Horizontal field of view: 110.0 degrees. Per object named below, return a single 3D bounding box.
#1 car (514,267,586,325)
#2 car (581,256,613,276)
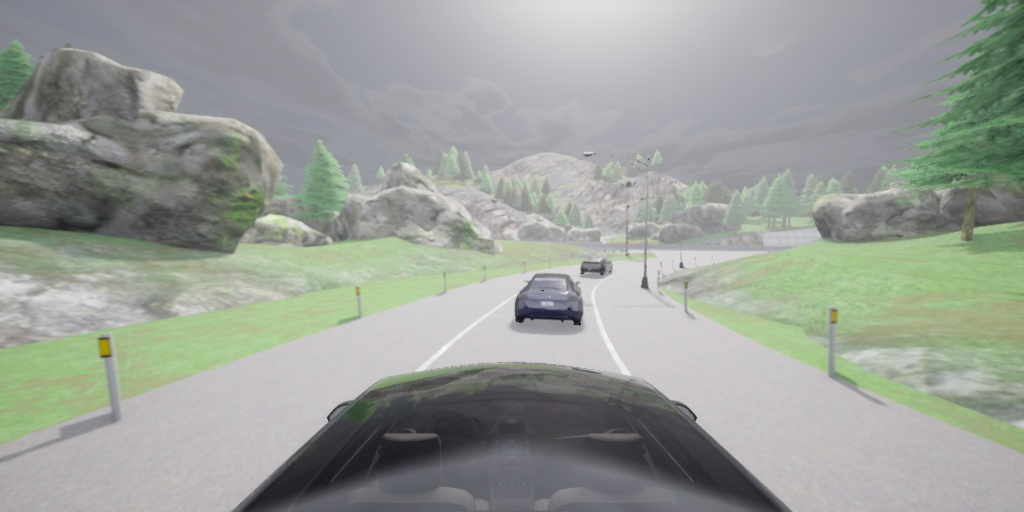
[{"bbox_3d":[1.296,1.241,11.773,1.994,1.385,4.181,1,1,9],"label":"car"},{"bbox_3d":[7.100,0.765,29.816,2.128,1.511,4.902,2,3,27],"label":"car"}]
